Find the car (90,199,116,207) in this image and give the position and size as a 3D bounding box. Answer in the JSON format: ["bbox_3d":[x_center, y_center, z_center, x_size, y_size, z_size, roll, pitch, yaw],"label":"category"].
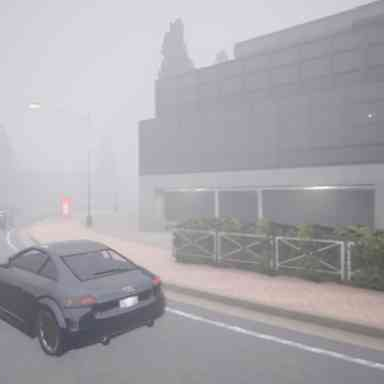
[{"bbox_3d":[-15.888,1.974,61.364,1.812,1.442,4.674,-1,0,32],"label":"car"}]

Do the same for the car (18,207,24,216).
[{"bbox_3d":[-19.489,1.877,34.395,2.033,1.411,5.357,0,0,-1],"label":"car"}]

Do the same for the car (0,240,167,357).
[{"bbox_3d":[-2.441,1.615,6.230,4.181,1.385,1.994,-1,0,41],"label":"car"}]

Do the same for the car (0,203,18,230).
[{"bbox_3d":[-13.644,1.576,22.884,2.097,1.767,4.553,0,0,-21],"label":"car"}]

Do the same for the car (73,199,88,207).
[{"bbox_3d":[-19.822,2.006,61.641,1.812,1.442,4.674,-1,0,30],"label":"car"}]

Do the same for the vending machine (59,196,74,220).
[{"bbox_3d":[-11.342,1.441,30.114,1.100,2.100,0.880,0,0,-10],"label":"vending machine"}]
